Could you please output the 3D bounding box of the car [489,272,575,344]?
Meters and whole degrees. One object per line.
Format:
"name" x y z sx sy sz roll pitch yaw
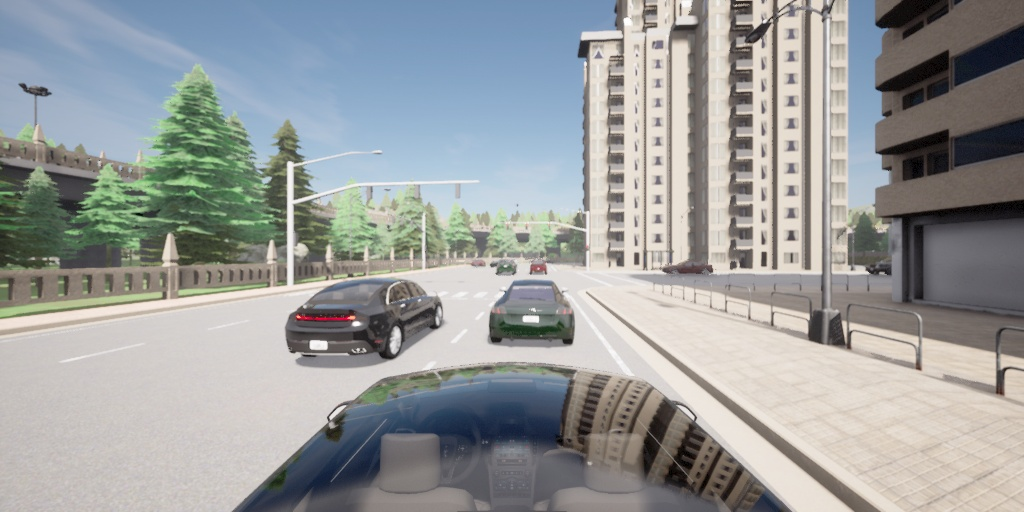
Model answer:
"car" 0.573 1.316 9.651 1.994 1.385 4.181 0 0 5

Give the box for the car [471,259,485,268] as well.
"car" -5.936 1.245 63.212 1.882 1.535 5.008 0 0 5

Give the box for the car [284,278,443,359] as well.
"car" -3.042 1.257 8.455 1.837 1.490 4.892 0 0 5

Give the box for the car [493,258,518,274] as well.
"car" -0.498 1.132 40.749 2.097 1.767 4.553 1 0 4

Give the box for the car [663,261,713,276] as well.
"car" 18.780 1.294 38.393 5.008 1.535 1.882 0 0 4

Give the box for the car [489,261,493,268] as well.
"car" -2.660 1.368 60.633 1.895 1.301 4.718 0 0 5

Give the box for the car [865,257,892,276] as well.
"car" 40.031 1.028 36.949 5.566 2.045 2.150 0 0 4

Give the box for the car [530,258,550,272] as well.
"car" 3.133 1.266 42.325 1.882 1.535 5.008 0 0 4
